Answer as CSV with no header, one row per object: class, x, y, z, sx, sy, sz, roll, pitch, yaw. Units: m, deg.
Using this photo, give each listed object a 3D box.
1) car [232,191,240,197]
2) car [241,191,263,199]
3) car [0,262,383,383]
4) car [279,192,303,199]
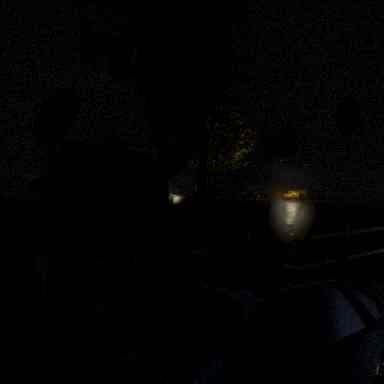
car,11.286,0.458,78.144,1.994,1.385,4.181,1,0,-36
car,13.136,0.681,70.832,1.994,1.385,4.181,1,0,-36
car,0.508,1.548,3.436,5.357,1.411,2.033,0,0,-36
car,19.669,0.641,66.435,1.882,1.535,5.008,1,0,-36
